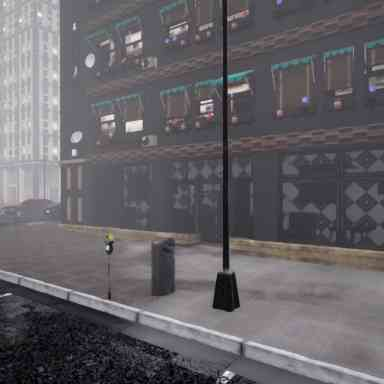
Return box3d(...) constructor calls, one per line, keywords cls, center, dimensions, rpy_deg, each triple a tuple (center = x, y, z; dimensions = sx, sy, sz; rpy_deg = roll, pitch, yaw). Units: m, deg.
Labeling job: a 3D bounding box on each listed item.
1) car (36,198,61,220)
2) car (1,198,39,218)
box3d(cls="car", center=(-8.258, 1.279, 23.545), dimensions=(1.947, 1.339, 4.313), rpy_deg=(1, 1, 35))
box3d(cls="car", center=(-12.896, 1.262, 27.035), dimensions=(1.812, 1.442, 4.674), rpy_deg=(0, 1, 35))
